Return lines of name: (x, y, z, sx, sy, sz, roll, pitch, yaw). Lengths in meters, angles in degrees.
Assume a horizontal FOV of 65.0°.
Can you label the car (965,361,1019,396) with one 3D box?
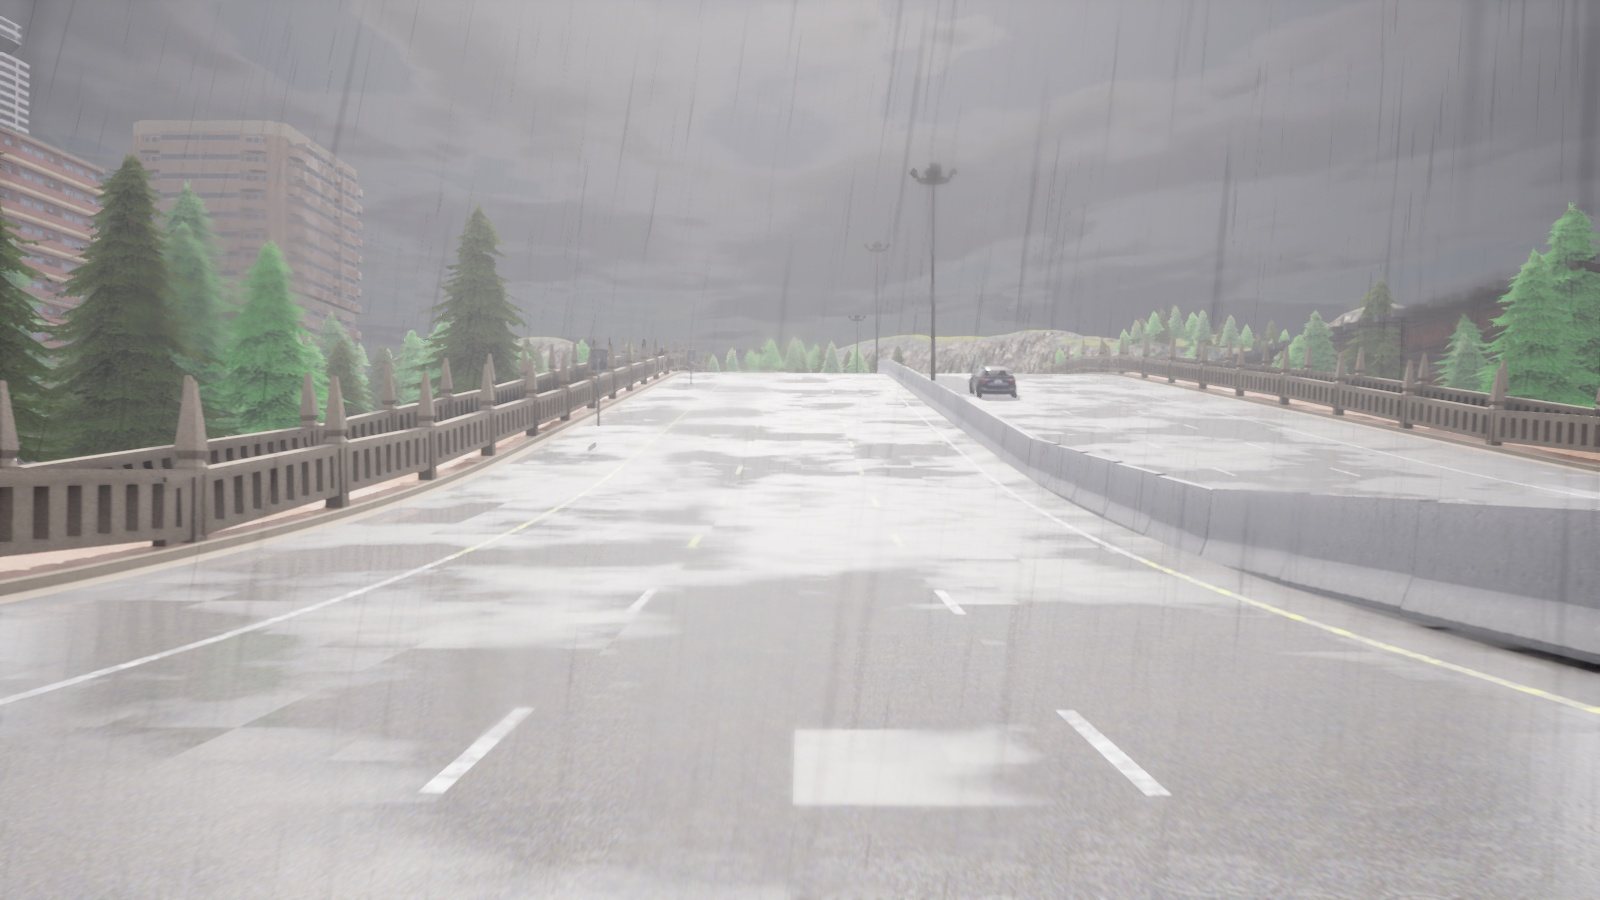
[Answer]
car: (10.592, -4.009, 69.578, 2.242, 1.667, 4.611, 0, 6, 0)
